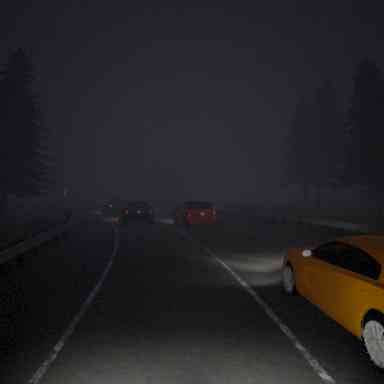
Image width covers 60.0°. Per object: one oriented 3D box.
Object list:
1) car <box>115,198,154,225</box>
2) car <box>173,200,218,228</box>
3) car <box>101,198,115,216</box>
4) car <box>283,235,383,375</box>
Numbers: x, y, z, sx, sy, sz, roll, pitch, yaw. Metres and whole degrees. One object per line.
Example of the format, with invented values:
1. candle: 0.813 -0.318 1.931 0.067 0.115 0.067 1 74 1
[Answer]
1. car: -4.202 1.373 24.364 2.097 1.767 4.553 0 0 -18
2. car: 0.093 1.355 22.253 2.097 1.767 4.553 0 0 -15
3. car: -7.736 1.382 33.338 2.097 1.767 4.553 0 0 -25
4. car: 3.123 1.467 5.627 1.882 1.535 5.008 0 0 -4
